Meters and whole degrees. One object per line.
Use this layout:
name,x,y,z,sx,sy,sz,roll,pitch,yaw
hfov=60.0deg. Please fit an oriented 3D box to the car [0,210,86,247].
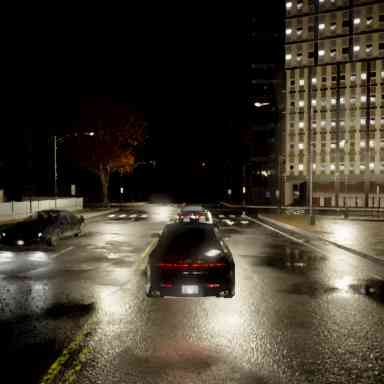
car,-6.509,1.544,15.331,2.033,1.411,5.357,0,0,1

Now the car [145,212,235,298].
car,-0.024,1.502,8.451,1.837,1.490,4.892,0,0,0

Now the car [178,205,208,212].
car,0.100,1.486,13.273,2.128,1.511,4.902,0,0,0

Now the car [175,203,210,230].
car,0.039,1.544,22.294,2.033,1.411,5.357,0,0,0
